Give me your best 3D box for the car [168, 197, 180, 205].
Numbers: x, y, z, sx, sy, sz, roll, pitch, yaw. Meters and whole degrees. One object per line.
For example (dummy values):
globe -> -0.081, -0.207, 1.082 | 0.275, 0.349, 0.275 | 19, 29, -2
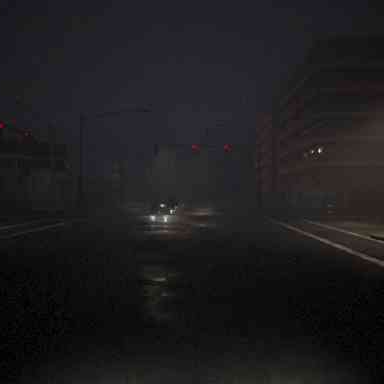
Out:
car -> -3.409, 1.584, 62.548 | 1.994, 1.385, 4.181 | 0, 0, 0

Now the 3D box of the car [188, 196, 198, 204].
car -> 0.231, 1.547, 64.981 | 1.812, 1.442, 4.674 | 0, 0, 0

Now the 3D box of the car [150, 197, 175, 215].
car -> -3.183, 1.559, 34.694 | 2.033, 1.411, 5.357 | 0, 0, -1

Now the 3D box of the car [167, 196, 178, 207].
car -> -3.268, 1.578, 43.935 | 1.994, 1.385, 4.181 | 0, 0, -1

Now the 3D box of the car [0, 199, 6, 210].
car -> -24.063, 1.469, 38.892 | 3.806, 1.475, 1.970 | 0, 0, 1
